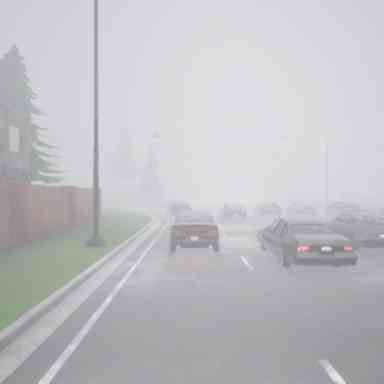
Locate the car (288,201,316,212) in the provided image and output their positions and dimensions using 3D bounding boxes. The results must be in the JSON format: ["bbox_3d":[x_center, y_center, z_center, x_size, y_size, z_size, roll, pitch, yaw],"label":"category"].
[{"bbox_3d":[10.586,1.601,32.380,1.812,1.442,4.674,0,0,0],"label":"car"}]

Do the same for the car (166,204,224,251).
[{"bbox_3d":[0.095,1.511,14.297,1.882,1.535,5.008,0,0,0],"label":"car"}]

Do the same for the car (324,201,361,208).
[{"bbox_3d":[14.097,1.578,31.420,1.837,1.490,4.892,0,0,0],"label":"car"}]

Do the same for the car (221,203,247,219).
[{"bbox_3d":[3.598,1.670,29.766,1.895,1.301,4.718,0,0,0],"label":"car"}]

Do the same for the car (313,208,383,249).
[{"bbox_3d":[7.095,1.597,14.288,1.994,1.385,4.181,0,0,0],"label":"car"}]

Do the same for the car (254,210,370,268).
[{"bbox_3d":[3.595,1.574,11.397,2.033,1.411,5.357,0,0,0],"label":"car"}]

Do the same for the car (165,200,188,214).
[{"bbox_3d":[-1.439,1.554,32.793,1.882,1.535,5.008,0,0,-13],"label":"car"}]

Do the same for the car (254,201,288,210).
[{"bbox_3d":[7.098,1.564,31.361,2.128,1.511,4.902,0,0,0],"label":"car"}]
